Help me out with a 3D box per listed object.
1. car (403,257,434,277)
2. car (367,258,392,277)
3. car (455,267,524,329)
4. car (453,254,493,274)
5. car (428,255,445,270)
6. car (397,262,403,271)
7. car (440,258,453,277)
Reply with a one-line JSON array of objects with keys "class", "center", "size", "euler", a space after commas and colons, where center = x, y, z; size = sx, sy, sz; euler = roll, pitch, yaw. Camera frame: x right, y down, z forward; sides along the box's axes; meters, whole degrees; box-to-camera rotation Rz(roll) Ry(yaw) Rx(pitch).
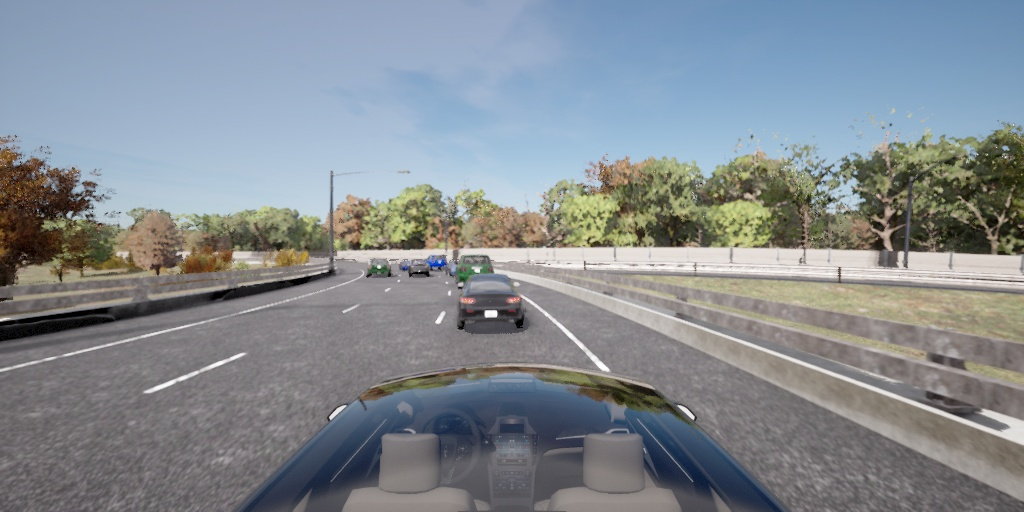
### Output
[{"class": "car", "center": [-9.106, 1.155, 34.710], "size": [2.128, 1.511, 4.902], "euler": [0, 0, -18]}, {"class": "car", "center": [-12.731, 1.019, 34.498], "size": [2.097, 1.767, 4.553], "euler": [0, 0, -19]}, {"class": "car", "center": [-0.706, 1.250, 11.123], "size": [1.812, 1.442, 4.674], "euler": [0, 0, -5]}, {"class": "car", "center": [-2.454, 0.912, 22.981], "size": [2.150, 2.045, 5.566], "euler": [0, 0, -10]}, {"class": "car", "center": [-10.048, 0.851, 46.870], "size": [2.150, 2.045, 5.566], "euler": [0, 0, -24]}, {"class": "car", "center": [-13.230, 1.201, 45.361], "size": [1.994, 1.385, 4.181], "euler": [0, 0, -25]}, {"class": "car", "center": [-5.445, 1.208, 34.823], "size": [2.033, 1.411, 5.357], "euler": [0, 0, -17]}]
